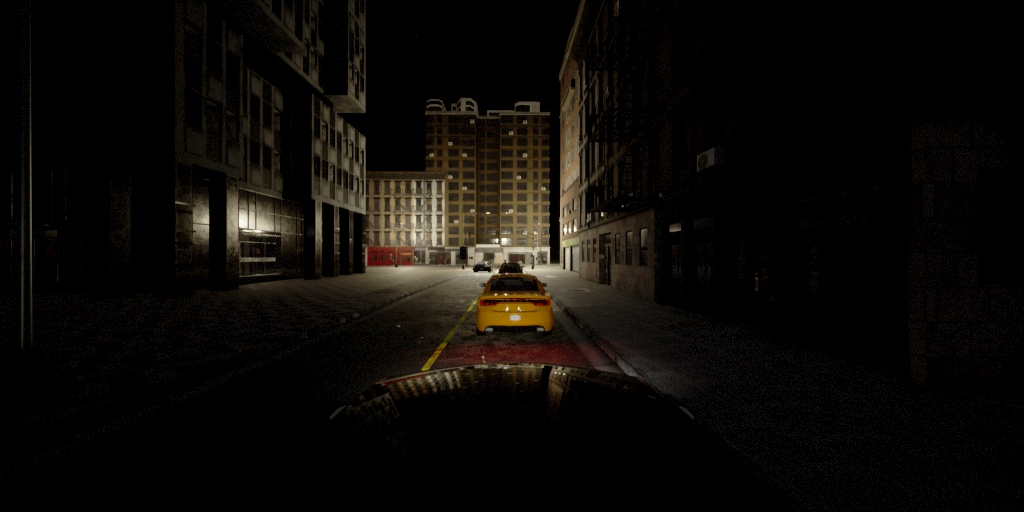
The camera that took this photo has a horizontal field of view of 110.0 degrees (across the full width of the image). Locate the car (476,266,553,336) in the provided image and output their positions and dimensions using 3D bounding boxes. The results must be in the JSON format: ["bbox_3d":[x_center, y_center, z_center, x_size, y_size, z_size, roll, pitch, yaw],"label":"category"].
[{"bbox_3d":[0.041,1.226,10.478,1.882,1.535,5.008,0,0,-1],"label":"car"}]

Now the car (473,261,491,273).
[{"bbox_3d":[-3.385,1.280,41.564,1.994,1.385,4.181,0,0,0],"label":"car"}]

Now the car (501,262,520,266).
[{"bbox_3d":[-0.096,1.213,28.315,1.882,1.535,5.008,0,0,0],"label":"car"}]
